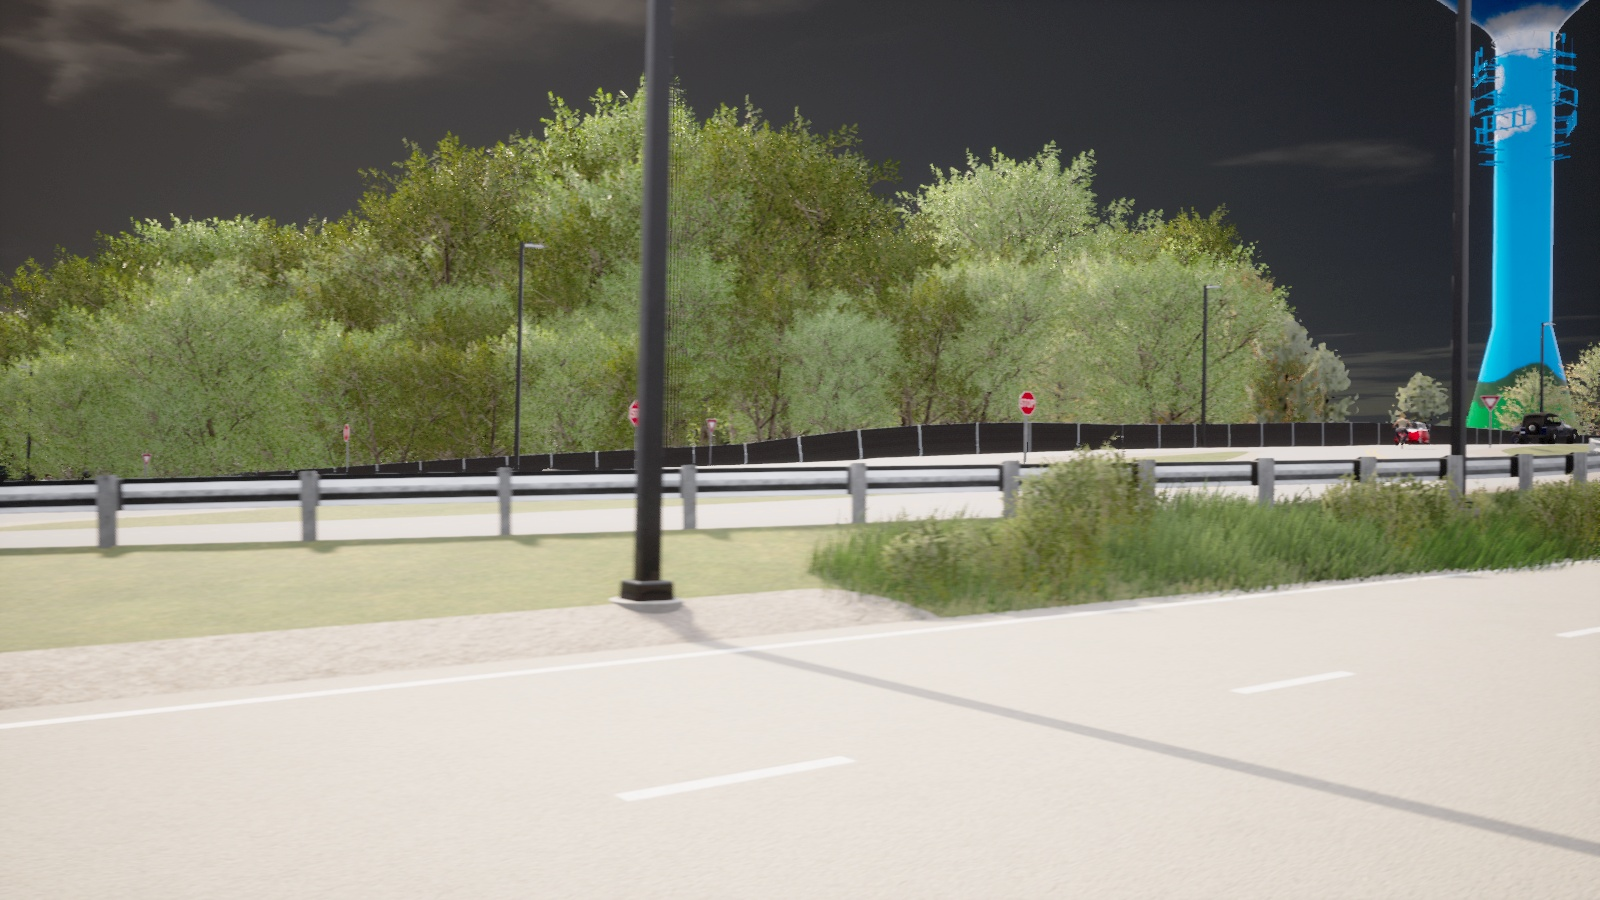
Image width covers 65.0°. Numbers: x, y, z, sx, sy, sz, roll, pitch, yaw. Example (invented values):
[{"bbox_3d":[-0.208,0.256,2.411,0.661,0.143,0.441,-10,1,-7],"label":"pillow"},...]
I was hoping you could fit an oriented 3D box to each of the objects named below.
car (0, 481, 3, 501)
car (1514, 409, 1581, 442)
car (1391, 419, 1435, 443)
[{"bbox_3d":[-51.409,2.596,77.832,1.895,1.301,4.718,0,-1,-13],"label":"car"},{"bbox_3d":[44.711,-1.466,75.116,3.866,1.878,1.905,-1,0,-33],"label":"car"},{"bbox_3d":[35.443,-1.091,72.600,2.207,1.376,1.481,0,0,-40],"label":"car"}]
